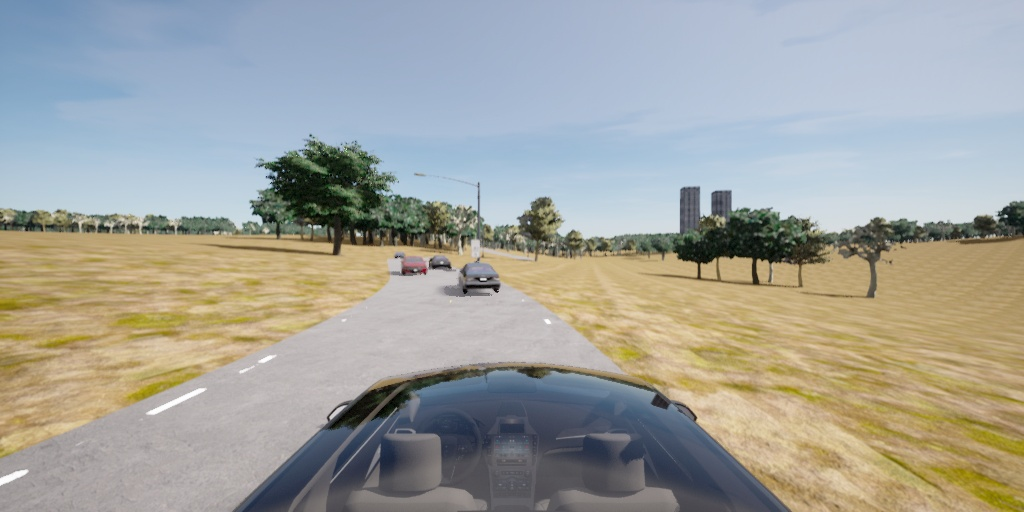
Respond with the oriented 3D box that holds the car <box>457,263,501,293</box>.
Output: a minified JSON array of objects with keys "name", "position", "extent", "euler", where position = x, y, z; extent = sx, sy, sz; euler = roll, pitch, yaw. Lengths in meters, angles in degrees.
[{"name":"car","position":[-1.857,1.076,19.096],"extent":[2.033,1.411,5.357],"euler":[0,1,-12]}]

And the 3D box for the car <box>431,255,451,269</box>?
[{"name":"car","position":[-7.747,0.612,38.164],"extent":[1.994,1.385,4.181],"euler":[0,1,-19]}]

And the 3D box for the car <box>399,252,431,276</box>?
[{"name":"car","position":[-8.072,0.738,29.457],"extent":[1.882,1.535,5.008],"euler":[0,1,-18]}]
